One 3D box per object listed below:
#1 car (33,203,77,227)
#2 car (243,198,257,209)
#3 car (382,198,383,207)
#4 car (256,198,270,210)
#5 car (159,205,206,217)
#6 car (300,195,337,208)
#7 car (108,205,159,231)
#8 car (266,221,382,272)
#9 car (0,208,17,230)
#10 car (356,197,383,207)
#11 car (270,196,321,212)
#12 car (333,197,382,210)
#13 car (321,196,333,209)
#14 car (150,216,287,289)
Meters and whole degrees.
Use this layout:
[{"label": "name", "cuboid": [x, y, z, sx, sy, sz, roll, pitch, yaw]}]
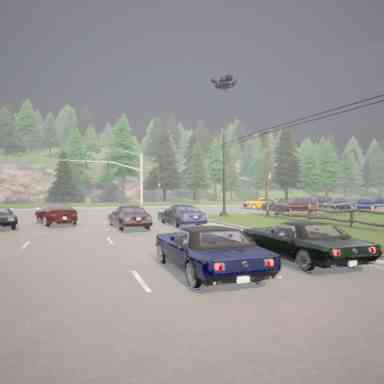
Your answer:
[{"label": "car", "cuboid": [-9.484, 1.477, 22.921, 1.882, 1.535, 5.008, 1, 0, -36]}, {"label": "car", "cuboid": [9.163, 1.478, 44.060, 5.008, 1.535, 1.882, 0, 0, -20]}, {"label": "car", "cuboid": [29.189, 1.492, 47.295, 4.902, 1.511, 2.128, 0, 0, -19]}, {"label": "car", "cuboid": [10.760, 1.526, 40.892, 4.674, 1.442, 1.812, 0, 0, -18]}, {"label": "car", "cuboid": [-0.740, 1.548, 22.304, 2.033, 1.411, 5.357, 0, 0, -22]}, {"label": "car", "cuboid": [17.866, 1.352, 47.095, 4.553, 1.767, 2.097, 0, 0, -19]}, {"label": "car", "cuboid": [-3.984, 1.548, 20.868, 2.033, 1.411, 5.357, 0, 0, -23]}, {"label": "car", "cuboid": [3.503, 1.601, 10.877, 1.895, 1.301, 4.718, 0, 0, -20]}, {"label": "car", "cuboid": [-12.135, 1.601, 20.403, 1.895, 1.301, 4.718, 0, 0, -37]}, {"label": "car", "cuboid": [27.669, 1.478, 50.469, 5.008, 1.535, 1.882, 0, 0, -19]}, {"label": "car", "cuboid": [11.666, 1.352, 37.519, 4.553, 1.767, 2.097, 0, 0, -20]}, {"label": "car", "cuboid": [20.103, 1.478, 40.464, 5.008, 1.535, 1.882, 0, 0, -19]}, {"label": "car", "cuboid": [19.500, 1.492, 43.958, 4.902, 1.511, 2.128, 0, 0, -19]}, {"label": "car", "cuboid": [0.363, 1.601, 9.269, 1.895, 1.301, 4.718, 0, 0, -20]}]
